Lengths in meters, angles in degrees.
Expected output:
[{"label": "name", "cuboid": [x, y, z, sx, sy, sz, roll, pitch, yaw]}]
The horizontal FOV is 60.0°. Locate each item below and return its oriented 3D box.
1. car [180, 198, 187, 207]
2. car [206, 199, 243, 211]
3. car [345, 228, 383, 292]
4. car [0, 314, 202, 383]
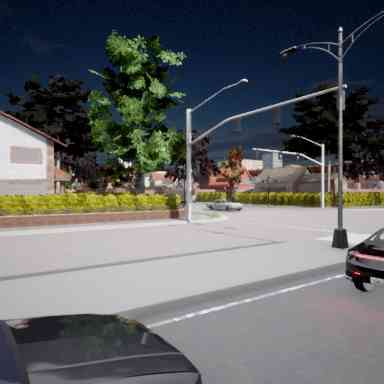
[{"label": "car", "cuboid": [-2.129, 1.482, 46.593, 1.895, 1.301, 4.718, 0, 0, -36]}, {"label": "car", "cuboid": [3.754, 1.504, 38.422, 1.895, 1.301, 4.718, 0, 0, -36]}, {"label": "car", "cuboid": [5.496, 1.474, 7.651, 4.902, 1.511, 2.128, 0, 0, -35]}, {"label": "car", "cuboid": [-2.446, 1.543, 2.001, 5.357, 1.411, 2.033, 0, 0, -36]}]
